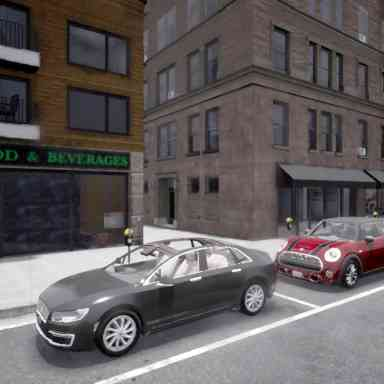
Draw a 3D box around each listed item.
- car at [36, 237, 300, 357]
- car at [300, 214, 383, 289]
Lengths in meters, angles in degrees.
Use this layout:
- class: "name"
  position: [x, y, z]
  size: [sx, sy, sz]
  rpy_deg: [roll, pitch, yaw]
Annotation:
- class: "car"
  position: [-0.357, 1.551, 5.924]
  size: [4.403, 1.369, 2.008]
  rpy_deg: [0, 0, -35]
- class: "car"
  position: [4.146, 1.442, 9.115]
  size: [4.097, 1.590, 1.967]
  rpy_deg: [0, 0, -35]
